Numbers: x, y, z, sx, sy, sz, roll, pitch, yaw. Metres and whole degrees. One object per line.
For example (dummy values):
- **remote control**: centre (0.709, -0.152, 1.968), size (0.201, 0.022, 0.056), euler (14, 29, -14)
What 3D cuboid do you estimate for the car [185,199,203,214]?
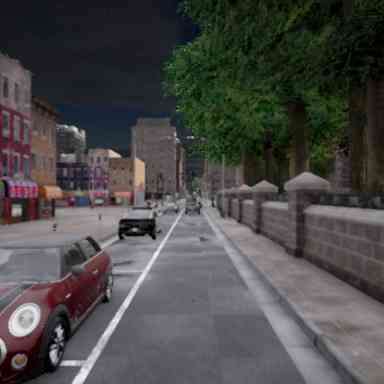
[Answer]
- **car**: centre (0.089, 1.946, 42.155), size (2.128, 1.511, 4.902), euler (0, -1, 0)

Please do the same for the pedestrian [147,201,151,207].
- **pedestrian**: centre (-2.741, 1.527, 21.555), size (0.375, 1.860, 0.375), euler (0, -1, 0)

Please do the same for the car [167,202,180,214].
- **car**: centre (-2.620, 2.036, 42.132), size (1.802, 1.307, 4.206), euler (0, -1, 0)

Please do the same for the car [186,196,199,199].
- **car**: centre (0.225, 1.820, 55.455), size (2.150, 2.045, 5.566), euler (0, -1, 9)

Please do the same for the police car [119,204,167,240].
- **police car**: centre (-2.743, 1.627, 18.545), size (1.930, 1.638, 5.238), euler (0, -1, 0)

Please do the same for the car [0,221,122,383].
- **car**: centre (-2.645, 1.501, 5.516), size (1.967, 1.590, 4.097), euler (0, -1, 0)

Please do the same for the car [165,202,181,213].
- **car**: centre (-2.618, 2.060, 45.795), size (1.947, 1.339, 4.313), euler (0, -1, 0)
